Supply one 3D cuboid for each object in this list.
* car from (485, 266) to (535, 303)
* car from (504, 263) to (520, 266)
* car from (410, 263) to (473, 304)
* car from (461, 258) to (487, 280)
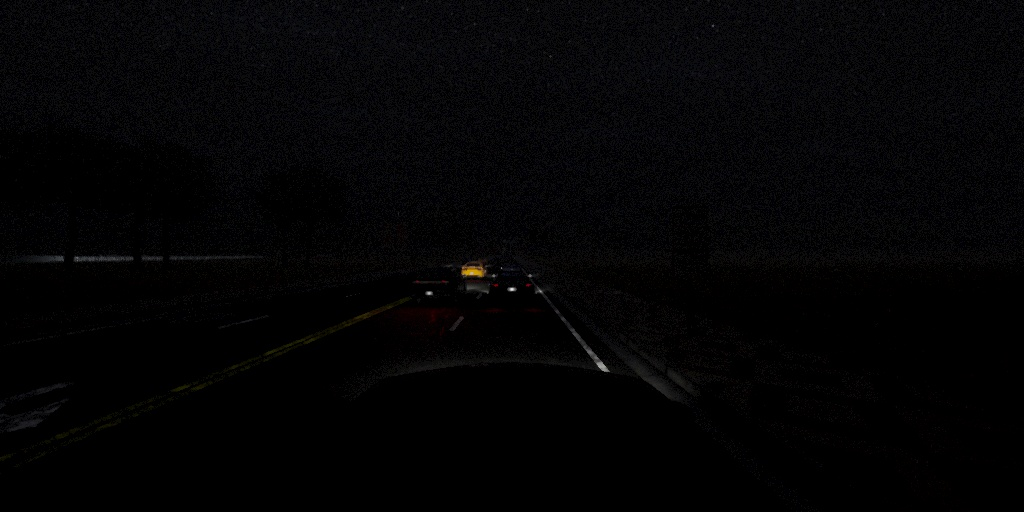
[{"bbox_3d":[0.000,1.323,16.500,1.994,1.385,4.181,0,0,0],"label":"car"},{"bbox_3d":[0.001,1.314,31.500,2.033,1.411,5.357,0,0,0],"label":"car"},{"bbox_3d":[-3.250,1.246,16.500,2.128,1.511,4.902,0,0,0],"label":"car"},{"bbox_3d":[-3.249,1.235,31.500,1.882,1.535,5.008,0,0,0],"label":"car"}]
